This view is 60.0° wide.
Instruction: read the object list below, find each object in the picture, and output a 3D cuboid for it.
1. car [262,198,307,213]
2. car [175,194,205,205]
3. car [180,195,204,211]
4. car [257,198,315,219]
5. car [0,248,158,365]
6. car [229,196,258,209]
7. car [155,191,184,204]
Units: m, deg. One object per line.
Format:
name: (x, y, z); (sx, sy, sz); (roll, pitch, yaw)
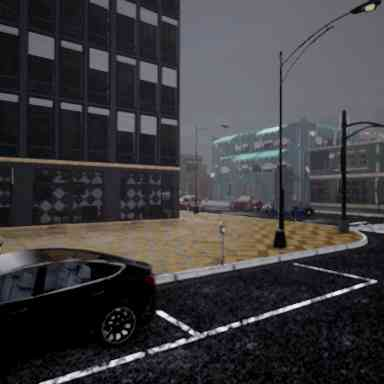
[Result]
car: (9.476, 1.327, 34.302); (1.802, 1.307, 4.206); (1, 0, -36)
car: (-0.355, 1.088, 47.726); (2.008, 1.369, 4.403); (1, 0, -36)
car: (-0.562, 1.222, 33.826); (1.802, 1.307, 4.206); (1, 0, -36)
car: (7.727, 1.344, 26.875); (1.994, 1.385, 4.181); (0, 1, -36)
car: (-2.554, 1.566, 4.733); (4.313, 1.339, 1.947); (0, 0, -35)
car: (6.201, 1.117, 38.778); (1.967, 1.590, 4.097); (1, 0, -36)
car: (-3.626, 0.780, 52.200); (2.192, 1.841, 5.009); (1, 0, -36)
